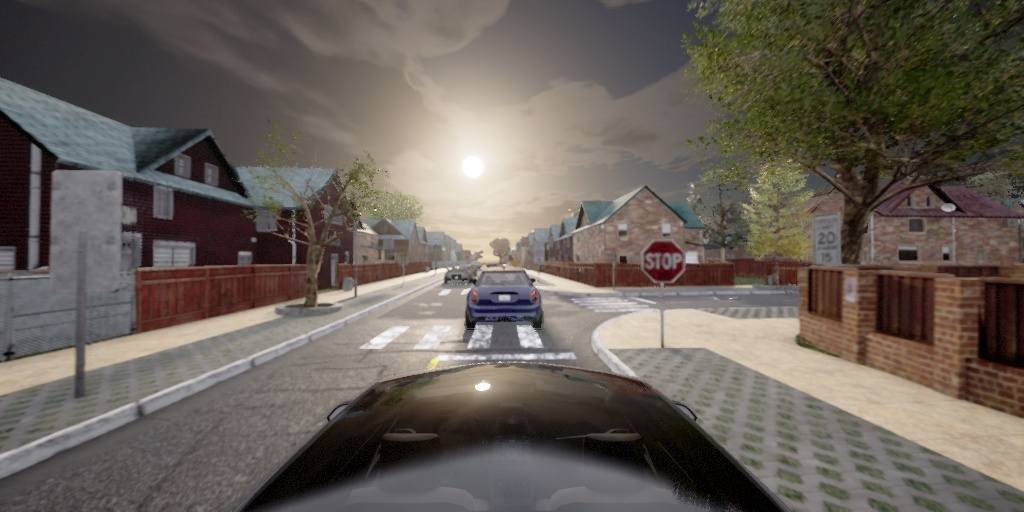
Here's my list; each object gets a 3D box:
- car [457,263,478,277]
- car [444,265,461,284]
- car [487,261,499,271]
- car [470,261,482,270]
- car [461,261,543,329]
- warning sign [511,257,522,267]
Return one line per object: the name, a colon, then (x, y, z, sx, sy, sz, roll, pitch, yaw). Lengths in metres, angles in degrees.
car: (-4.853, 1.480, 39.377, 1.994, 1.385, 4.181, 0, 0, -3)
car: (-4.171, 1.408, 28.333, 1.994, 1.385, 4.181, 0, 0, -3)
car: (-3.025, 1.547, 56.780, 1.882, 1.535, 5.008, 0, -1, -3)
car: (-6.072, 1.611, 60.420, 1.837, 1.490, 4.892, 0, -1, -3)
car: (-0.286, 1.126, 11.502, 2.097, 1.767, 4.553, 0, 0, -2)
warning sign: (0.472, 1.040, 40.178, 1.300, 1.860, 1.060, 0, 0, -4)
